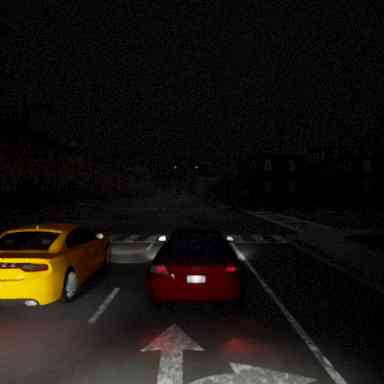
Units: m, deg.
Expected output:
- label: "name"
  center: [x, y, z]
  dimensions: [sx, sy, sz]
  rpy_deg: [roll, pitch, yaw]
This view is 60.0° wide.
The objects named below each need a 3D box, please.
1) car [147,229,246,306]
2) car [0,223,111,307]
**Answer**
- label: "car"
  center: [0.104, 1.585, 8.157]
  dimensions: [1.994, 1.385, 4.181]
  rpy_deg: [0, 0, 1]
- label: "car"
  center: [-3.389, 1.499, 8.174]
  dimensions: [1.882, 1.535, 5.008]
  rpy_deg: [0, 0, 0]
